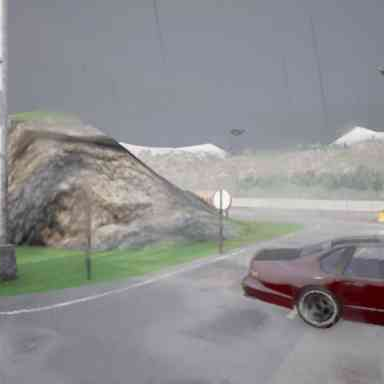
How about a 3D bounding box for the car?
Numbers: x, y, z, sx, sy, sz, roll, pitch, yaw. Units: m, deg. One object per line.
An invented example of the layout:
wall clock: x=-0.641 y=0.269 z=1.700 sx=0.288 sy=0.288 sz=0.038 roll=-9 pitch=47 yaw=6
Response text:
car: x=3.568 y=1.476 z=5.509 sx=5.357 sy=1.411 sz=2.033 roll=1 pitch=0 yaw=25
